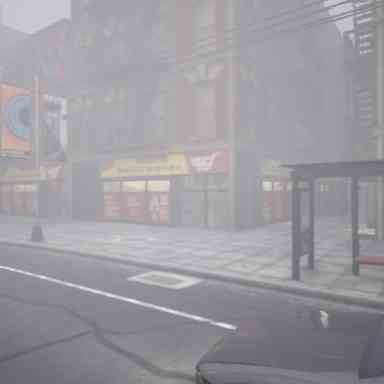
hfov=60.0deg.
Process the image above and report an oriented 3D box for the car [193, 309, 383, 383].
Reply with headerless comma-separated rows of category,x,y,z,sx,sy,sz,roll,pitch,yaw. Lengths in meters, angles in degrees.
car,2.558,1.545,2.167,5.357,1.411,2.033,0,0,35
